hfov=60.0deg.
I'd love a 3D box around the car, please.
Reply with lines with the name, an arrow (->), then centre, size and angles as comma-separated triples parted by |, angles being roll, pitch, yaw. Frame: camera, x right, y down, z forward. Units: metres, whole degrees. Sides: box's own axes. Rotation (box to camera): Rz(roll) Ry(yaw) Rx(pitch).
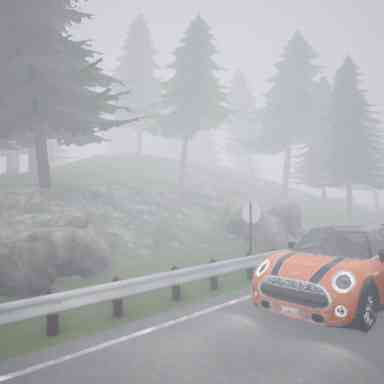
car -> 3.322, 1.521, 7.362 | 4.553, 1.767, 2.097 | 1, -2, -43
